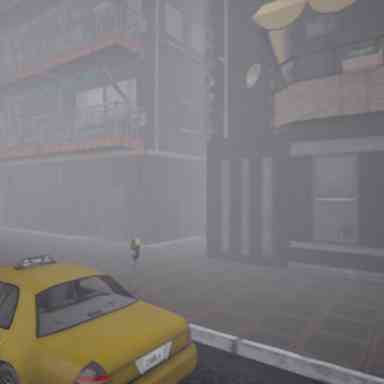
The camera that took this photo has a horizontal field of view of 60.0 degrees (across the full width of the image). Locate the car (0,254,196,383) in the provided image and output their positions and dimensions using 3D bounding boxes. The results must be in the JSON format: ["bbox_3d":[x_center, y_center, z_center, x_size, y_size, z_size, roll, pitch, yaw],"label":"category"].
[{"bbox_3d":[-2.238,1.519,4.465,4.829,1.417,1.752,0,0,35],"label":"car"}]
